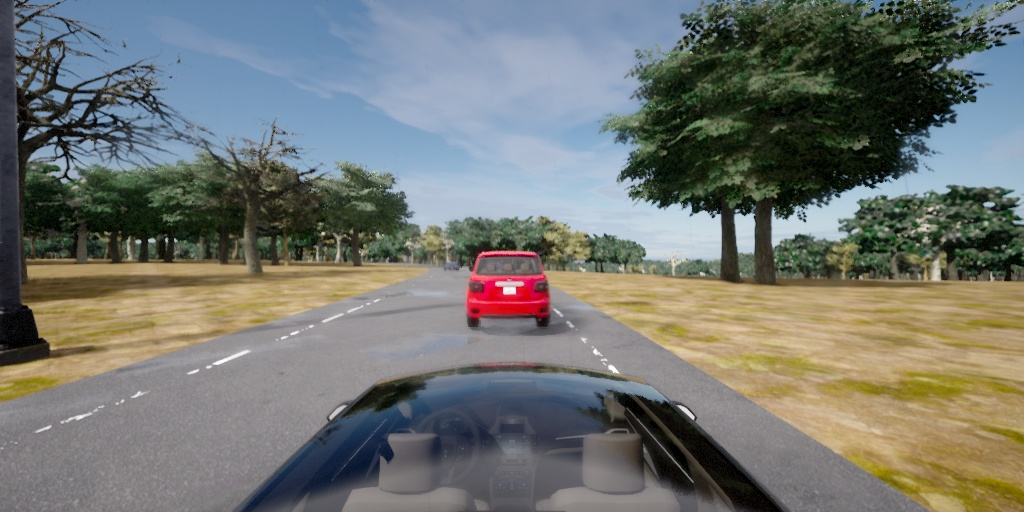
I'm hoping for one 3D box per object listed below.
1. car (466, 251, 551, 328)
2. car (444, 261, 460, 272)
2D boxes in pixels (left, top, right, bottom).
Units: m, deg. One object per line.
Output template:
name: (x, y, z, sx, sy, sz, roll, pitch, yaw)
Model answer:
car: (-0.164, 0.863, 11.040, 2.150, 2.045, 5.566, 0, 1, -2)
car: (-8.117, 1.387, 48.227, 1.994, 1.385, 4.181, 0, -1, -11)
